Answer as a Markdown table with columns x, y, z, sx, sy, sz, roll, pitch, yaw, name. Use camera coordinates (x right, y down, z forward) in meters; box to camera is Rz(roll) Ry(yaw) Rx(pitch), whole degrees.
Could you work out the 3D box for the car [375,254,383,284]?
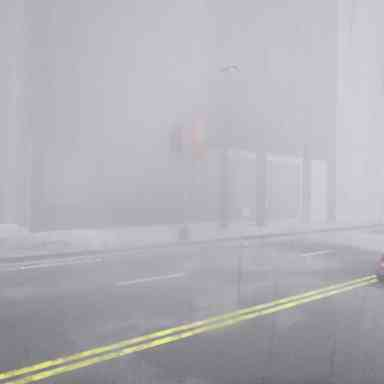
| x | y | z | sx | sy | sz | roll | pitch | yaw | name |
| --- | --- | --- | --- | --- | --- | --- | --- | --- | --- |
| 6.704 | 1.682 | 8.308 | 5.357 | 1.411 | 2.033 | 1 | -1 | -35 | car |
